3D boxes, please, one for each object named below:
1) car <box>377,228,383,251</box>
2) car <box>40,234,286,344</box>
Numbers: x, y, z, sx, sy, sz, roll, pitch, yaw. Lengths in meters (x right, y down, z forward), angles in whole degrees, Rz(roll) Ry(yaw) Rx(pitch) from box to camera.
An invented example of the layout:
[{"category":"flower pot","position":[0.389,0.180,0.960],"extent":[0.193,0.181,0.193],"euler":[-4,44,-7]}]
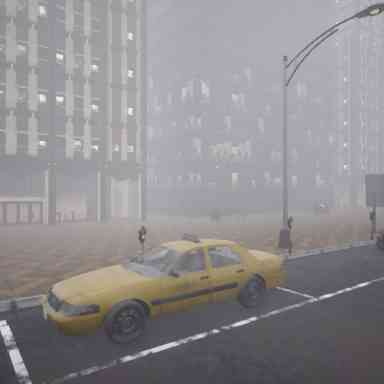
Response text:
[{"category":"car","position":[8.905,1.547,12.913],"extent":[4.507,1.381,1.887],"euler":[0,0,-35]},{"category":"car","position":[-0.242,1.525,6.388],"extent":[4.829,1.417,1.752],"euler":[0,0,-35]}]
